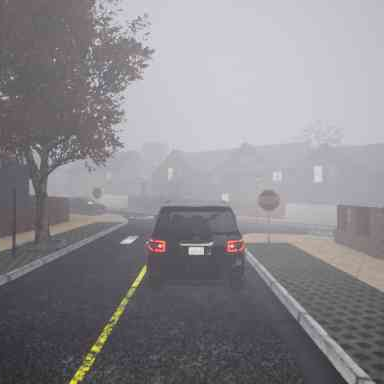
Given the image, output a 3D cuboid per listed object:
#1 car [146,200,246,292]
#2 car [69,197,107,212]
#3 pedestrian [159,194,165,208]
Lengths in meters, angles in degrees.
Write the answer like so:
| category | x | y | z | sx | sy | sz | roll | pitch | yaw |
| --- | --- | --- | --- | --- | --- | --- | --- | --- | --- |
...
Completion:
| category | x | y | z | sx | sy | sz | roll | pitch | yaw |
| --- | --- | --- | --- | --- | --- | --- | --- | --- | --- |
| car | 0.100 | 1.227 | 9.101 | 2.150 | 2.045 | 5.566 | 0 | 0 | 0 |
| car | -10.656 | 1.179 | 31.934 | 5.357 | 1.411 | 2.033 | 2 | 0 | 32 |
| pedestrian | -3.108 | 1.092 | 34.121 | 0.375 | 1.860 | 0.375 | -1 | -5 | 32 |
